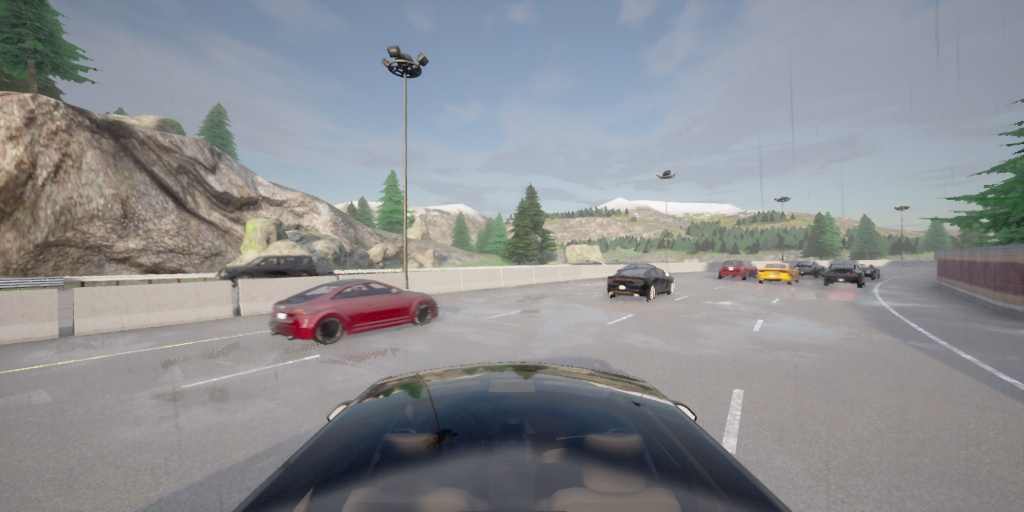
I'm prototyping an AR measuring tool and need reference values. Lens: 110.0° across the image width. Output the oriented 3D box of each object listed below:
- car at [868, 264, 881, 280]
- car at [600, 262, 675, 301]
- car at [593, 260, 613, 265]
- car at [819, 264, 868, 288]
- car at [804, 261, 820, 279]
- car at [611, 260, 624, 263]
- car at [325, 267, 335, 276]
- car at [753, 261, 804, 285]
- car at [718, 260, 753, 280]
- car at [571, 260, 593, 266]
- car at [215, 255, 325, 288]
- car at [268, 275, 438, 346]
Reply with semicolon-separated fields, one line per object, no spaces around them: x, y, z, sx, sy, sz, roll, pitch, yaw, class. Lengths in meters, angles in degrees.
30.344;1.351;31.028;4.718;1.301;1.895;0;0;-39;car
6.382;1.227;17.477;1.882;1.535;5.008;0;0;40;car
12.554;1.243;43.811;4.902;1.511;2.128;0;0;-41;car
22.427;1.255;24.169;4.892;1.490;1.837;0;0;-43;car
27.584;1.241;33.275;4.902;1.511;2.128;0;0;-39;car
9.377;1.227;26.028;1.882;1.535;5.008;0;0;43;car
-16.421;1.314;28.498;1.994;1.385;4.181;0;0;38;car
19.667;1.228;26.372;5.008;1.535;1.882;0;0;-44;car
19.796;1.102;31.241;4.553;1.767;2.097;0;0;-42;car
9.365;1.242;45.658;4.902;1.511;2.128;0;0;-41;car
-15.840;0.971;23.549;2.150;2.045;5.566;0;0;37;car
-4.016;1.314;9.674;1.994;1.385;4.181;0;0;35;car
